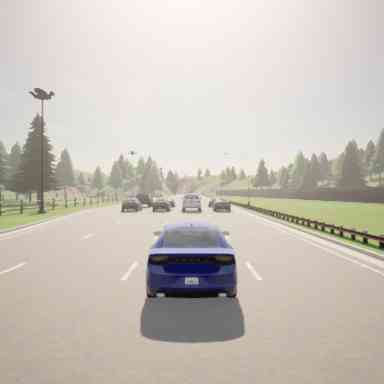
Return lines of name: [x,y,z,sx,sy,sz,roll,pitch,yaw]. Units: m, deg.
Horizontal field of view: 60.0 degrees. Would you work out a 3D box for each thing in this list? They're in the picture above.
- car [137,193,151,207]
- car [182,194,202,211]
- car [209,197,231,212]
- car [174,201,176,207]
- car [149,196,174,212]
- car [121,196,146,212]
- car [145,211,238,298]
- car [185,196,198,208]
car: [-7.053,1.213,49.606,2.150,2.045,5.566,0,0,0]
car: [-0.042,1.215,39.194,2.150,2.045,5.566,0,0,0]
car: [3.458,1.485,39.168,2.128,1.511,4.902,0,0,0]
car: [-3.553,1.556,49.580,1.994,1.385,4.181,0,0,0]
car: [-3.542,1.498,39.161,1.837,1.490,4.892,0,0,0]
car: [-7.042,1.498,39.157,1.837,1.490,4.892,0,0,0]
car: [-0.009,1.476,8.556,1.882,1.535,5.008,0,0,0]
car: [-0.053,1.469,49.584,1.882,1.535,5.008,0,0,0]
